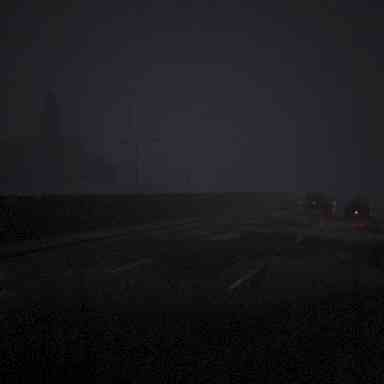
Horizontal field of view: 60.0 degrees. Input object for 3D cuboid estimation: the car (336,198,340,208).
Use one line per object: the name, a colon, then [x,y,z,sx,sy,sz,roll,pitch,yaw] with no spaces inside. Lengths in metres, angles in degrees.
car: [18.223,1.404,43.537,1.895,1.301,4.718,0,0,29]

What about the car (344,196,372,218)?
car: [14.250,1.368,28.614,1.837,1.490,4.892,0,0,28]

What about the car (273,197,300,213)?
car: [10.162,1.331,35.793,1.882,1.535,5.008,0,0,28]

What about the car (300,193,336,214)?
car: [12.591,1.078,33.112,2.150,2.045,5.566,0,1,29]

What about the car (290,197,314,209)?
car: [14.813,1.358,44.615,2.033,1.411,5.357,0,0,29]
